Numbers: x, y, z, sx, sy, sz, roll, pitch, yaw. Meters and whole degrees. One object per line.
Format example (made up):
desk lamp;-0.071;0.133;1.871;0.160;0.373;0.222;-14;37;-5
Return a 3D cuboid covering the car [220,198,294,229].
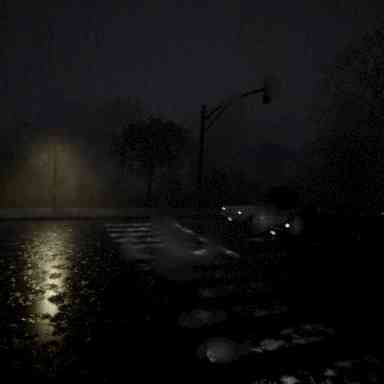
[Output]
car;3.783;0.963;16.087;4.718;1.301;1.895;1;4;-23

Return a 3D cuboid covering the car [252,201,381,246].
car;5.021;1.222;13.094;4.718;1.301;1.895;1;4;-23
